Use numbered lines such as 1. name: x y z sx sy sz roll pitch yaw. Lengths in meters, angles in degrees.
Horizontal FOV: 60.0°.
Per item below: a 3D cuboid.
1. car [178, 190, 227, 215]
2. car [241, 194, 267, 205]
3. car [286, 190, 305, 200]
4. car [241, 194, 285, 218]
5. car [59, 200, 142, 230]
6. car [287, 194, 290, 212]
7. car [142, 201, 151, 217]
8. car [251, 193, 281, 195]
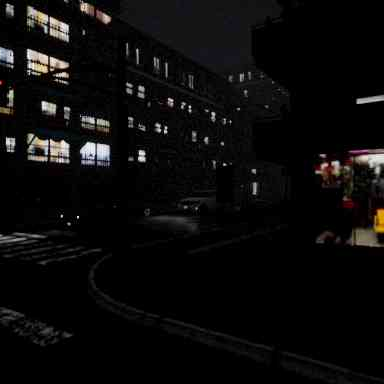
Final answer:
1. car: 1.067 0.830 29.322 2.150 2.045 5.566 0 1 35
2. car: 8.213 0.952 43.936 1.802 1.307 4.206 1 1 35
3. car: 17.998 0.539 57.815 1.967 1.590 4.097 1 1 35
4. car: 5.317 1.137 25.152 1.887 1.381 4.507 1 1 35
5. car: -5.488 1.395 19.999 1.895 1.301 4.718 0 1 35
6. car: 8.520 1.084 29.820 1.802 1.307 4.206 1 1 35
7. car: -4.938 1.298 25.502 1.947 1.339 4.313 1 1 35
8. car: 8.256 0.959 39.497 2.033 1.411 5.357 0 1 35
